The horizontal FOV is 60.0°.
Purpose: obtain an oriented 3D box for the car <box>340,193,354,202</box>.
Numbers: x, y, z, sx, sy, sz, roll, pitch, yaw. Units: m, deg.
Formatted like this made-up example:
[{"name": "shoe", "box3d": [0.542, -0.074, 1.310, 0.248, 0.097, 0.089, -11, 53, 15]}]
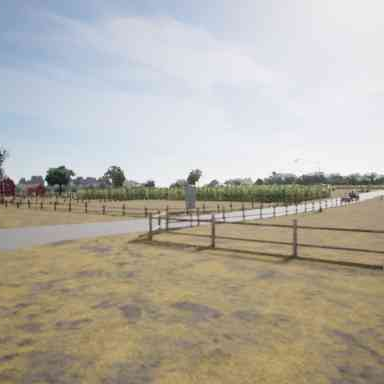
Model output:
[{"name": "car", "box3d": [39.474, 1.658, 85.289, 1.882, 1.535, 5.008, -2, 0, 36]}]
